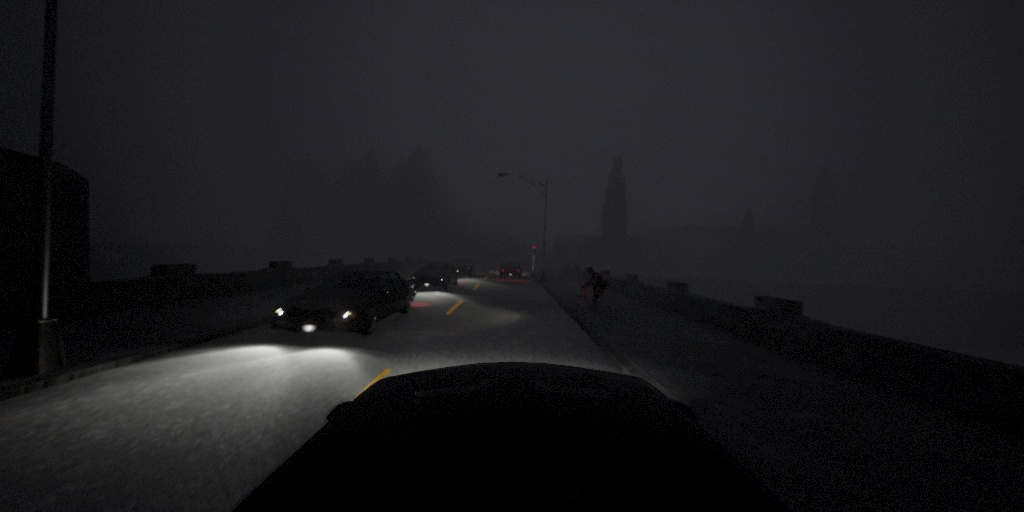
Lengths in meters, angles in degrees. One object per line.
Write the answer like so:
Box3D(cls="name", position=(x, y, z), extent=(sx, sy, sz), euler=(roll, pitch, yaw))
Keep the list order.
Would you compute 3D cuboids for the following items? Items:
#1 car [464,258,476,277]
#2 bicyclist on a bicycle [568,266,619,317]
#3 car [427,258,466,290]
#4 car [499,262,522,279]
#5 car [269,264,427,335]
Box3D(cls="car", position=(-4.173, 0.876, 30.698), extent=(1.882, 1.535, 5.008), euler=(3, 0, 0))
Box3D(cls="bicyclist on a bicycle", position=(2.658, 1.160, 11.627), extent=(1.656, 1.620, 0.582), euler=(2, 0, 0))
Box3D(cls="car", position=(-4.153, 1.006, 20.231), extent=(2.033, 1.411, 5.357), euler=(3, 0, 0))
Box3D(cls="car", position=(-0.106, 1.180, 30.846), extent=(1.895, 1.301, 4.718), euler=(3, 0, 0))
Box3D(cls="car", position=(-4.110, 1.066, 9.932), extent=(2.033, 1.411, 5.357), euler=(3, 0, 0))
